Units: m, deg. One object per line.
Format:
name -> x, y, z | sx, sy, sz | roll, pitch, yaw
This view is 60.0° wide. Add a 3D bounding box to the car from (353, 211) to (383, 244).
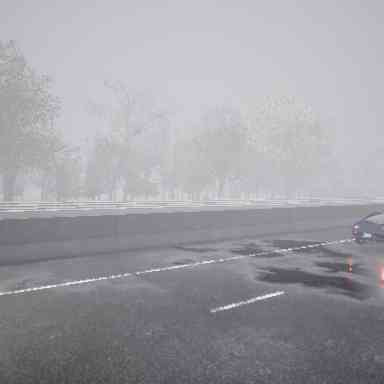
car -> 8.797, 1.536, 14.439 | 4.674, 1.442, 1.812 | 0, 0, -35
